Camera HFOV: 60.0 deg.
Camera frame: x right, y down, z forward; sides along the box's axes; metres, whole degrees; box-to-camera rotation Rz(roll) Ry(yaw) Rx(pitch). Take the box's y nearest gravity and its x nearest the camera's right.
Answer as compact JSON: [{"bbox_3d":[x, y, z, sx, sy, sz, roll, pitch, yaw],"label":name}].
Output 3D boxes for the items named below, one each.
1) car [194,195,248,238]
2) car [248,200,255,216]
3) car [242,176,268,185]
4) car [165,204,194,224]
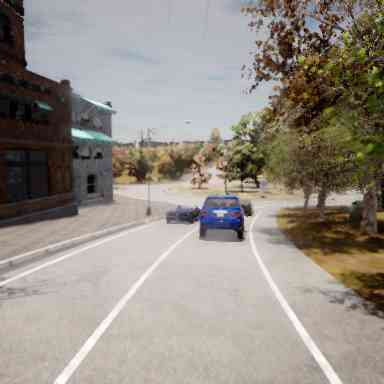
[{"bbox_3d":[1.764,1.229,18.101,2.150,2.045,5.566,1,-1,10],"label":"car"},{"bbox_3d":[5.284,1.521,34.079,1.837,1.490,4.892,1,2,15],"label":"car"},{"bbox_3d":[15.338,-2.957,82.872,5.566,2.045,2.150,1,6,14],"label":"car"},{"bbox_3d":[-0.537,1.565,24.534,1.895,1.301,4.718,1,0,12],"label":"car"}]
